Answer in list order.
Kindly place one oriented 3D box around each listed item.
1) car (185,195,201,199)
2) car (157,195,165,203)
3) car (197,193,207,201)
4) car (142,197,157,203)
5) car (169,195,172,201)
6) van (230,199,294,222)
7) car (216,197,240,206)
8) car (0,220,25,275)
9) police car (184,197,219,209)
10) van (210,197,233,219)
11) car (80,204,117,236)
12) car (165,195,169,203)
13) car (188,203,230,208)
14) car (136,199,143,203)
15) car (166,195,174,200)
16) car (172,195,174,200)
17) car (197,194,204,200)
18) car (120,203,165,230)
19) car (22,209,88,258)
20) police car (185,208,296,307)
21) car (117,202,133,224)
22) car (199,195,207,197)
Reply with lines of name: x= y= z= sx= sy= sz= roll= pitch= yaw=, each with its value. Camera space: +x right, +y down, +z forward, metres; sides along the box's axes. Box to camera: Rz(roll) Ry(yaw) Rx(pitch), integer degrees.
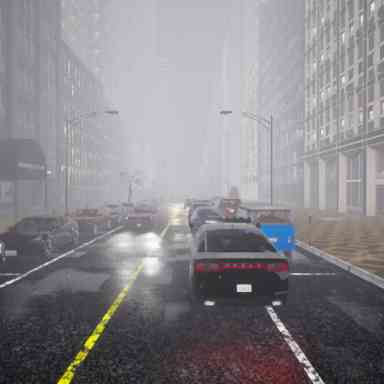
car: x=-0.131 y=1.537 z=45.221 sx=2.033 sy=1.411 sz=5.357 roll=0 pitch=0 yaw=0
car: x=-5.863 y=1.538 z=52.515 sx=2.008 sy=1.369 sz=4.403 roll=-1 pitch=0 yaw=0
car: x=2.425 y=1.293 z=80.961 sx=2.192 sy=1.841 sz=5.009 roll=-1 pitch=0 yaw=0
car: x=-5.828 y=1.541 z=41.148 sx=2.008 sy=1.369 sz=4.403 roll=-1 pitch=0 yaw=0
car: x=-5.918 y=1.422 z=69.566 sx=1.967 sy=1.590 sz=4.097 roll=-1 pitch=0 yaw=0
van: x=2.641 y=1.338 z=12.757 sx=1.690 sy=1.788 sz=3.998 roll=-1 pitch=0 yaw=0
car: x=2.605 y=1.309 z=24.124 sx=2.192 sy=1.841 sz=5.009 roll=-1 pitch=0 yaw=0
car: x=-5.720 y=1.549 z=7.047 sx=2.008 sy=1.369 sz=4.403 roll=-1 pitch=0 yaw=0
police car: x=0.691 y=1.419 z=24.231 sx=1.930 sy=1.638 sz=5.238 roll=0 pitch=0 yaw=1
van: x=2.587 y=1.334 z=29.808 sx=1.690 sy=1.788 sz=3.998 roll=-1 pitch=0 yaw=0
car: x=-5.755 y=1.540 z=18.414 sx=1.887 sy=1.381 sz=4.507 roll=-1 pitch=0 yaw=0
car: x=-5.899 y=1.566 z=63.882 sx=1.802 sy=1.307 sz=4.206 roll=-1 pitch=0 yaw=0
car: x=0.843 y=1.522 z=18.098 sx=1.812 sy=1.442 sz=4.674 roll=0 pitch=0 yaw=0
car: x=-5.791 y=1.575 z=29.781 sx=1.802 sy=1.307 sz=4.206 roll=-1 pitch=0 yaw=0
car: x=-5.990 y=1.540 z=92.301 sx=1.947 sy=1.339 sz=4.313 roll=-1 pitch=0 yaw=0
car: x=-5.953 y=1.504 z=80.764 sx=1.752 sy=1.417 sz=4.829 roll=-1 pitch=0 yaw=0
car: x=2.390 y=1.414 z=92.327 sx=1.967 sy=1.590 sz=4.097 roll=-1 pitch=0 yaw=0
car: x=-3.065 y=1.596 z=21.432 sx=1.895 sy=1.301 sz=4.718 roll=0 pitch=0 yaw=0
car: x=-5.737 y=1.563 z=12.730 sx=1.947 sy=1.339 sz=4.313 roll=-1 pitch=0 yaw=0
police car: x=0.874 y=1.423 z=8.207 sx=1.930 sy=1.638 sz=5.238 roll=0 pitch=0 yaw=0
car: x=-5.774 y=1.545 z=24.097 sx=2.008 sy=1.369 sz=4.403 roll=-1 pitch=0 yaw=0
car: x=2.517 y=1.538 z=52.542 sx=2.008 sy=1.369 sz=4.403 roll=-1 pitch=0 yaw=0
